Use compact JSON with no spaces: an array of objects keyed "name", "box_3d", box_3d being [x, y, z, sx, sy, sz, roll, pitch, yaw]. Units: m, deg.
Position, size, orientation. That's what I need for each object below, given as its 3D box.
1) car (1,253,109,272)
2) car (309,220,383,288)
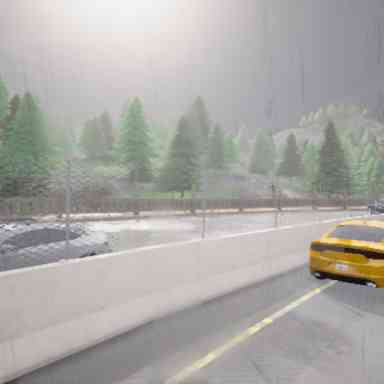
[{"name":"car","box_3d":[-3.977,1.424,7.483,1.812,1.442,4.674,1,0,39]},{"name":"car","box_3d":[4.974,1.523,9.139,1.882,1.535,5.008,1,0,43]}]
